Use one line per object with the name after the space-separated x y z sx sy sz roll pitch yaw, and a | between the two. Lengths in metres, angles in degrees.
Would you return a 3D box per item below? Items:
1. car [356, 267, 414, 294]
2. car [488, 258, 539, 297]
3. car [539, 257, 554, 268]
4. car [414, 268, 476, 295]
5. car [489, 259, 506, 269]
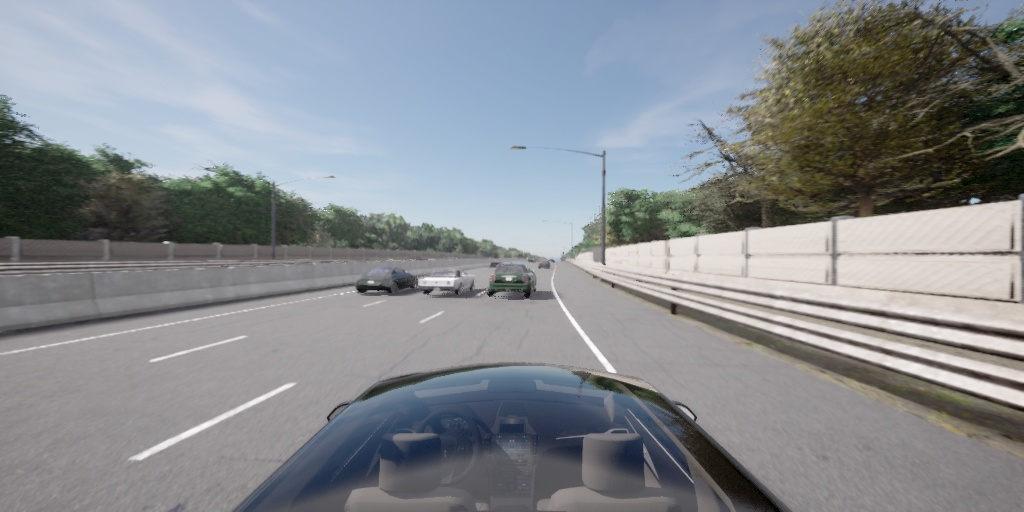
-6.814 1.269 19.938 1.994 1.385 4.181 0 0 7 | car
0.123 1.106 19.000 2.097 1.767 4.553 0 0 7 | car
5.553 1.276 60.835 2.128 1.511 4.902 0 0 7 | car
-3.340 1.329 19.517 1.895 1.301 4.718 0 0 7 | car
-2.156 1.212 55.824 1.882 1.535 5.008 0 0 7 | car
